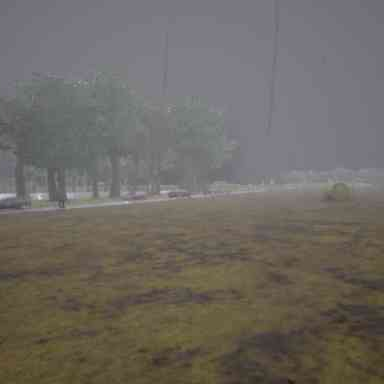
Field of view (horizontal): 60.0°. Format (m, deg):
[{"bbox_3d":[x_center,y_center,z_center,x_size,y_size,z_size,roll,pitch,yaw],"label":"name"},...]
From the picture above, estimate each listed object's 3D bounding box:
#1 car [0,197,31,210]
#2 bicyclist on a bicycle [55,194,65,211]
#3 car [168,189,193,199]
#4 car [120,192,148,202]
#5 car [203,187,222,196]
[{"bbox_3d":[-19.550,1.278,34.945,1.837,1.490,4.892,-1,1,35],"label":"car"},{"bbox_3d":[-13.272,1.060,33.457,1.656,1.620,0.582,-1,1,35],"label":"bicyclist on a bicycle"},{"bbox_3d":[-1.858,0.277,54.948,1.882,1.535,5.008,-1,1,35],"label":"car"},{"bbox_3d":[-8.705,0.683,50.255,1.812,1.442,4.674,-1,1,35],"label":"car"},{"bbox_3d":[3.914,-0.087,63.190,1.837,1.490,4.892,-1,1,35],"label":"car"}]
